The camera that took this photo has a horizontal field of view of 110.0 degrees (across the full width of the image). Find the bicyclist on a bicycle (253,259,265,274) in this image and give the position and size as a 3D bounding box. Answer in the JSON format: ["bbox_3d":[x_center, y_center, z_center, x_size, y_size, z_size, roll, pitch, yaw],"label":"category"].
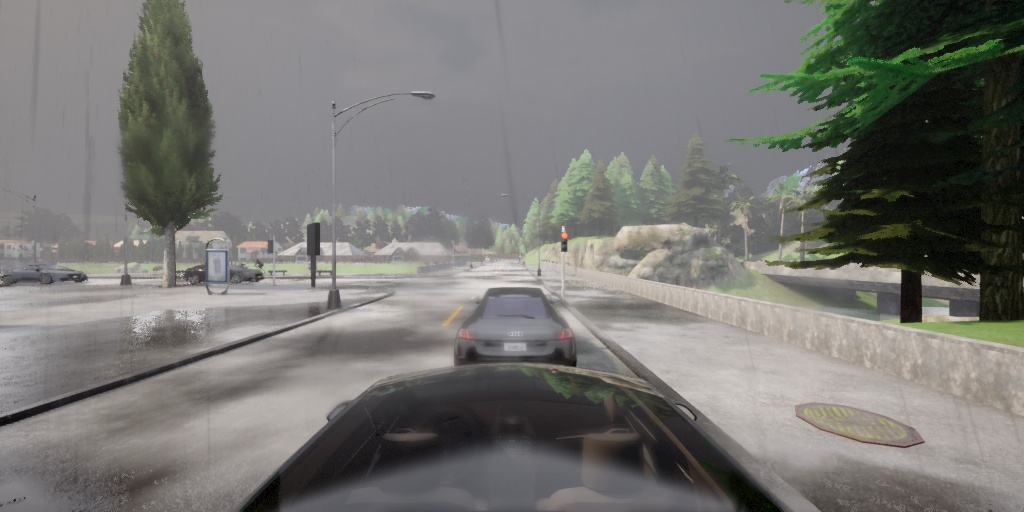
[{"bbox_3d":[-24.100,1.099,34.130,0.582,1.620,1.656,0,0,0],"label":"bicyclist on a bicycle"}]

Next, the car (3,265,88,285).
[{"bbox_3d":[-33.370,1.314,25.737,4.181,1.385,1.994,0,0,0],"label":"car"}]

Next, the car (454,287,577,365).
[{"bbox_3d":[0.063,1.314,7.307,1.994,1.385,4.181,0,0,0],"label":"car"}]

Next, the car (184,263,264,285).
[{"bbox_3d":[-20.574,1.255,25.732,4.892,1.490,1.837,0,0,0],"label":"car"}]
